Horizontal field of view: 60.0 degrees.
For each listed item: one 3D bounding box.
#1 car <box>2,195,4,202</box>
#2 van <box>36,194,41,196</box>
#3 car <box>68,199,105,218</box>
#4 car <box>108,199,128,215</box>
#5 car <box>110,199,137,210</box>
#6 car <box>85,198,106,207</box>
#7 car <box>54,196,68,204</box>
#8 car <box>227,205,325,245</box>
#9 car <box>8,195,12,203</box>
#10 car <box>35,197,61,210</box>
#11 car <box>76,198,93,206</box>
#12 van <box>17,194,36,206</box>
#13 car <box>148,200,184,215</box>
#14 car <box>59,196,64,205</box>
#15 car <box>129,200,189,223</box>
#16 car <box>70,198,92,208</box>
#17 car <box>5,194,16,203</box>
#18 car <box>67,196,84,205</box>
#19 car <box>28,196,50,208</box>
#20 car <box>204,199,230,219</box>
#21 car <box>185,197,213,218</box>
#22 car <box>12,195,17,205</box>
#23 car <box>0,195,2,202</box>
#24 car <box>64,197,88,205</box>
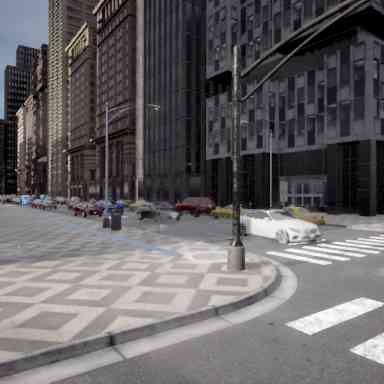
[{"bbox_3d":[-42.282,1.814,77.174,1.802,1.307,4.206,0,0,-35],"label":"car"},{"bbox_3d":[-38.570,1.622,86.684,1.690,1.788,3.998,0,0,-35],"label":"van"},{"bbox_3d":[-9.913,1.612,31.451,1.887,1.381,4.507,0,0,-35],"label":"car"},{"bbox_3d":[-8.753,1.560,34.440,1.882,1.535,5.008,0,0,-35],"label":"car"},{"bbox_3d":[-9.439,1.680,45.535,2.008,1.369,4.403,0,0,-35],"label":"car"},{"bbox_3d":[-15.912,1.727,54.679,1.947,1.339,4.313,0,0,-35],"label":"car"},{"bbox_3d":[-28.859,1.668,72.967,1.967,1.590,4.097,0,0,-35],"label":"car"},{"bbox_3d":[3.879,1.545,15.827,1.812,1.442,4.674,0,0,-28],"label":"car"},{"bbox_3d":[-35.808,1.779,68.029,1.802,1.307,4.206,0,0,-35],"label":"car"},{"bbox_3d":[-19.624,1.696,45.168,1.802,1.307,4.206,0,0,-35],"label":"car"},{"bbox_3d":[-19.149,1.759,59.251,1.802,1.307,4.206,0,0,-35],"label":"car"},{"bbox_3d":[-29.335,1.505,58.885,1.690,1.788,3.998,0,0,-35],"label":"van"},{"bbox_3d":[-2.965,1.643,36.391,1.887,1.381,4.507,0,0,-35],"label":"car"},{"bbox_3d":[-23.536,1.780,60.842,1.895,1.301,4.718,0,0,-36],"label":"car"},{"bbox_3d":[-2.680,1.546,25.846,2.128,1.511,4.902,0,0,-35],"label":"car"},{"bbox_3d":[-17.517,1.654,52.343,1.837,1.490,4.892,0,0,-35],"label":"car"},{"bbox_3d":[-39.045,1.529,72.602,2.192,1.841,5.009,0,0,-35],"label":"car"},{"bbox_3d":[-22.385,1.634,63.823,1.967,1.590,4.097,0,0,-35],"label":"car"},{"bbox_3d":[-22.860,1.712,49.740,1.802,1.307,4.206,0,0,-35],"label":"car"},{"bbox_3d":[3.410,1.593,27.386,1.752,1.417,4.829,0,0,-35],"label":"car"},{"bbox_3d":[0.271,1.398,31.819,2.192,1.841,5.009,0,0,-35],"label":"car"},{"bbox_3d":[-32.473,1.705,63.318,1.752,1.417,4.829,0,0,-35],"label":"car"},{"bbox_3d":[-45.519,1.690,81.746,1.967,1.590,4.097,0,0,-35],"label":"car"},{"bbox_3d":[-14.447,1.673,42.530,1.994,1.385,4.181,0,0,-37],"label":"car"}]
